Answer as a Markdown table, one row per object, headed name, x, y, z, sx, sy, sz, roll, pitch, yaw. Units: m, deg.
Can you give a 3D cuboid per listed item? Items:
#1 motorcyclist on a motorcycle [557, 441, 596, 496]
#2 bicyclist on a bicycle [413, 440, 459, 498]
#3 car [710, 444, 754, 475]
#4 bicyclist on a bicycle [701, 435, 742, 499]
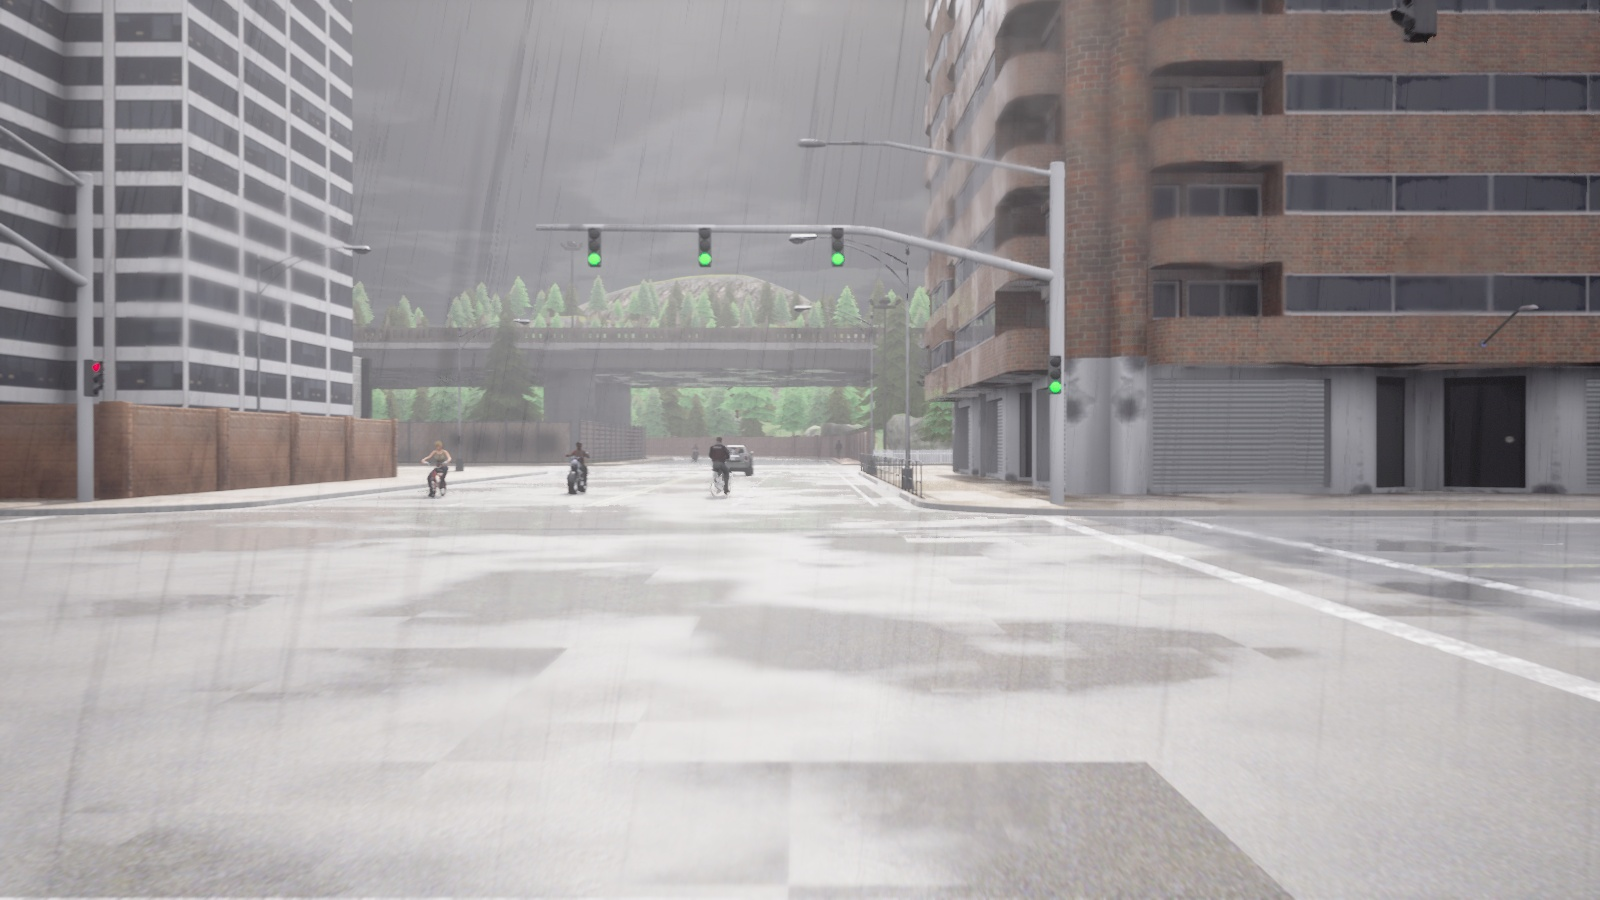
| name | x | y | z | sx | sy | sz | roll | pitch | yaw |
| --- | --- | --- | --- | --- | --- | --- | --- | --- | --- |
| motorcyclist on a motorcycle | -6.874 | 0.537 | 38.664 | 0.766 | 1.649 | 2.350 | 0 | 0 | 0 |
| bicyclist on a bicycle | -10.378 | 0.530 | 35.868 | 0.866 | 1.612 | 1.509 | 0 | 0 | 1 |
| car | -3.312 | 0.464 | 61.997 | 1.970 | 1.475 | 3.806 | 0 | 0 | 0 |
| bicyclist on a bicycle | -2.254 | 0.472 | 36.181 | 0.659 | 1.776 | 1.843 | 0 | 0 | 14 |
